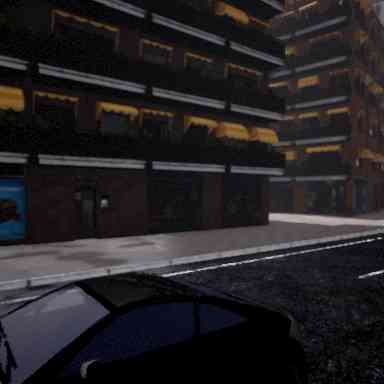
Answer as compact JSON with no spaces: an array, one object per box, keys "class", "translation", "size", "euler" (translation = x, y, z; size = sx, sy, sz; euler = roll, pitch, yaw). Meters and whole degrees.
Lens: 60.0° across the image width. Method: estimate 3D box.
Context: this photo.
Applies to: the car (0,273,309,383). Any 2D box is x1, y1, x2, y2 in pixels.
[{"class":"car","translation":[-0.824,1.572,3.109],"size":[4.181,1.385,1.994],"euler":[0,0,-36]}]
